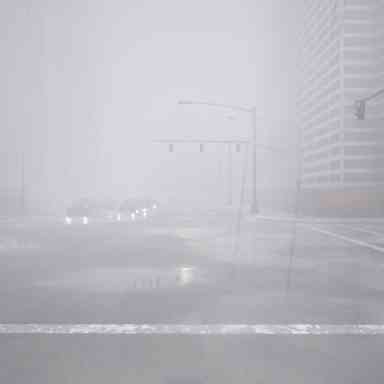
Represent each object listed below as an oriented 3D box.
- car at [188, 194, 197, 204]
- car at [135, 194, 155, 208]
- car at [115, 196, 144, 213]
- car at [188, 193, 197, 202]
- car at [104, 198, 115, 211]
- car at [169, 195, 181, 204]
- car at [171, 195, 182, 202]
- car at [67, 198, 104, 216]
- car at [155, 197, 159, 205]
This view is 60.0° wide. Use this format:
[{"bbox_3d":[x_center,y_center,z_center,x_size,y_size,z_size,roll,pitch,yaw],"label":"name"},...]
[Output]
[{"bbox_3d":[0.077,1.547,64.144,2.033,1.411,5.357,0,0,0],"label":"car"},{"bbox_3d":[-7.039,1.491,48.238,2.128,1.511,4.902,0,0,0],"label":"car"},{"bbox_3d":[-7.054,1.505,37.887,1.837,1.490,4.892,0,0,0],"label":"car"},{"bbox_3d":[0.089,1.184,74.398,2.097,1.767,4.553,0,0,0],"label":"car"},{"bbox_3d":[-10.547,1.478,41.903,1.882,1.535,5.008,0,0,0],"label":"car"},{"bbox_3d":[-3.423,1.491,64.148,2.128,1.511,4.902,0,0,0],"label":"car"},{"bbox_3d":[-3.411,1.354,74.432,2.128,1.511,4.902,0,0,0],"label":"car"},{"bbox_3d":[-10.598,1.352,32.771,2.097,1.767,4.553,0,0,1],"label":"car"},{"bbox_3d":[-7.009,1.601,58.562,1.895,1.301,4.718,0,0,0],"label":"car"}]
